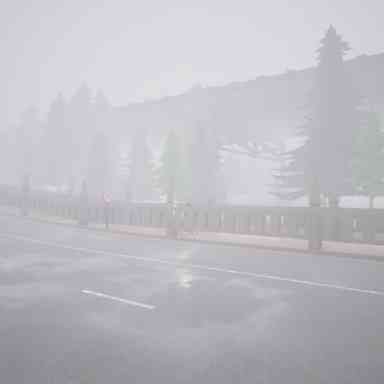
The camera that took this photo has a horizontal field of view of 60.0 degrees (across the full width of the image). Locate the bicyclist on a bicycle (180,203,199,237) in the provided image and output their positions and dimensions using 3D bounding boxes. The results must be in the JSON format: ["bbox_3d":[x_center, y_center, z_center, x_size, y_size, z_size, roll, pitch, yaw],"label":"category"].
[{"bbox_3d":[-0.089,1.345,16.115,0.582,1.620,1.656,0,-3,33],"label":"bicyclist on a bicycle"}]
